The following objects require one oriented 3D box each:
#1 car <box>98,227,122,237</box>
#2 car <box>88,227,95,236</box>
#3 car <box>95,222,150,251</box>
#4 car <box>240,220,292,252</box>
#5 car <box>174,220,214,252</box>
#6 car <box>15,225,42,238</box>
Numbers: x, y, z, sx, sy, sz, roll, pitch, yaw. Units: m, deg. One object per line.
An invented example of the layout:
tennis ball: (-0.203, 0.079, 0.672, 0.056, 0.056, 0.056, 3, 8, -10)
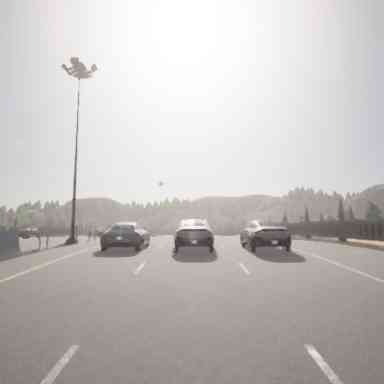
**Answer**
car: (-10.579, 5.191, 43.051, 1.895, 1.301, 4.718, 0, -7, 0)
car: (-14.060, 5.902, 49.786, 2.128, 1.511, 4.902, 0, -7, 0)
car: (-3.403, 2.278, 17.559, 1.994, 1.385, 4.181, 0, -4, 0)
car: (3.598, 2.158, 16.908, 2.128, 1.511, 4.902, 0, -4, 0)
car: (0.097, 2.160, 16.939, 2.128, 1.511, 4.902, 0, -4, 0)
car: (-17.587, 4.179, 35.060, 1.994, 1.385, 4.181, 0, -7, 0)
